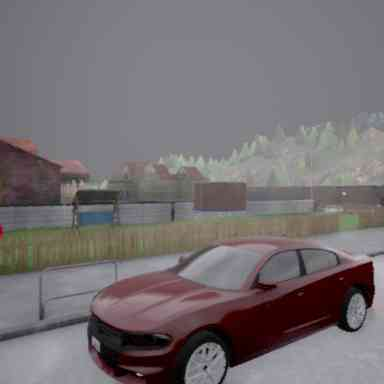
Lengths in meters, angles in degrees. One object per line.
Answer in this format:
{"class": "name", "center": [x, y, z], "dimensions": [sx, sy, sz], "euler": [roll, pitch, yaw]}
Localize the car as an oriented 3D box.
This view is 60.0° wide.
{"class": "car", "center": [0.933, 1.476, 5.270], "dimensions": [5.008, 1.535, 1.882], "euler": [0, 0, -35]}
